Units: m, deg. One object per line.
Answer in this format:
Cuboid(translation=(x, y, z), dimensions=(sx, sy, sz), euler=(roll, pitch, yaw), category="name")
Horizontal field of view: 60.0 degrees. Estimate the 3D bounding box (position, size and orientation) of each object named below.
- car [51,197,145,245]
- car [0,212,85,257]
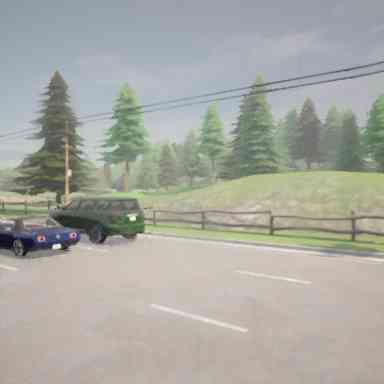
Cuboid(translation=(-4.720, 1.230, 15.916), dimensions=(5.566, 2.045, 2.150), euler=(0, 0, 36), category="car")
Cuboid(translation=(-6.504, 1.607, 12.883), dimensions=(4.718, 1.301, 1.895), euler=(0, 0, 36), category="car")
